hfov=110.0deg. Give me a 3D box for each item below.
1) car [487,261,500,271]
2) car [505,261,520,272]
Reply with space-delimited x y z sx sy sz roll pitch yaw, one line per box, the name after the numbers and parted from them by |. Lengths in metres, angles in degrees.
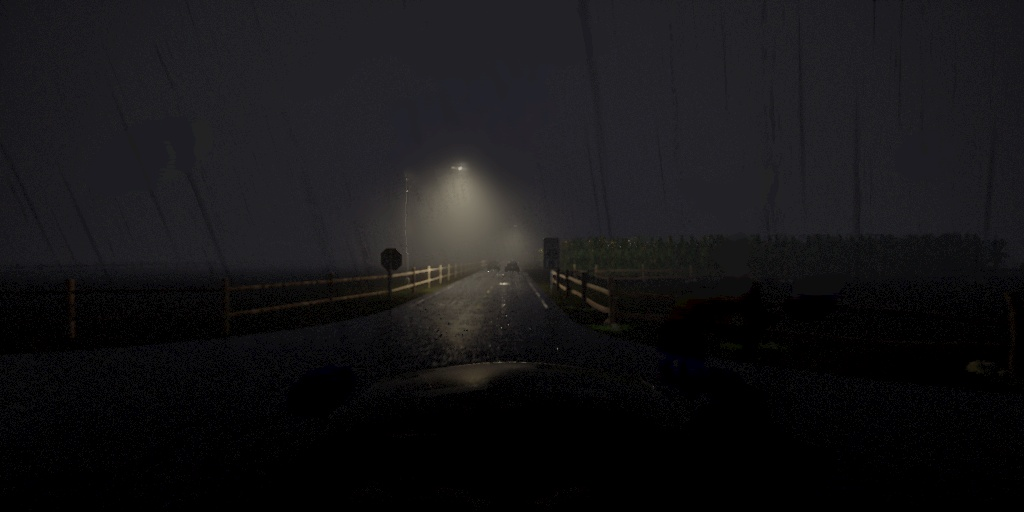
-2.719 1.458 54.305 2.033 1.411 5.357 0 0 0 | car
0.028 1.464 49.715 1.994 1.385 4.181 0 0 0 | car
